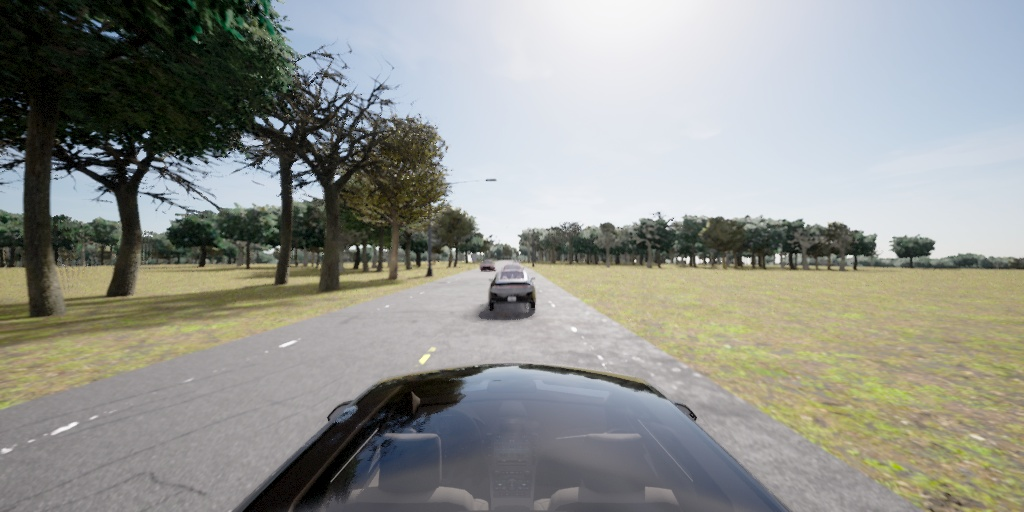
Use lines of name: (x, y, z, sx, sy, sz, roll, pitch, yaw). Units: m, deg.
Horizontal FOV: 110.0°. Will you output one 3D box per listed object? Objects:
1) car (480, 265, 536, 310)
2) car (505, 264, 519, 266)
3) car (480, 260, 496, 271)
car: (0.010, 1.343, 15.313, 2.128, 1.511, 4.902, -1, 0, 0)
car: (0.056, 1.424, 31.045, 1.882, 1.535, 5.008, 0, 0, 1)
car: (-3.500, 1.393, 52.292, 2.097, 1.767, 4.553, 0, 0, 0)
